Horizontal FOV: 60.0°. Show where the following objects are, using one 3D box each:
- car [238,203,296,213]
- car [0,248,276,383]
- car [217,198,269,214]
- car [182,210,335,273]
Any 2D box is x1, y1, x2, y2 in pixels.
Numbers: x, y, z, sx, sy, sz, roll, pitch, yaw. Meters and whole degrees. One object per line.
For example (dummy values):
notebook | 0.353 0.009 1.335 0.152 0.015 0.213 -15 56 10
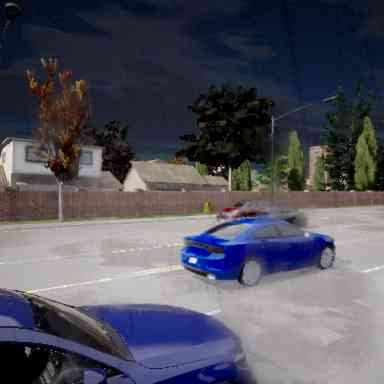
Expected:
car | 5.242 1.571 20.501 4.181 1.385 1.994 0 0 -36
car | -1.582 1.525 2.490 4.674 1.442 1.812 0 0 -35
car | 3.921 1.359 23.857 4.553 1.767 2.097 0 0 -36
car | 2.030 1.480 9.366 5.008 1.535 1.882 0 0 -35
